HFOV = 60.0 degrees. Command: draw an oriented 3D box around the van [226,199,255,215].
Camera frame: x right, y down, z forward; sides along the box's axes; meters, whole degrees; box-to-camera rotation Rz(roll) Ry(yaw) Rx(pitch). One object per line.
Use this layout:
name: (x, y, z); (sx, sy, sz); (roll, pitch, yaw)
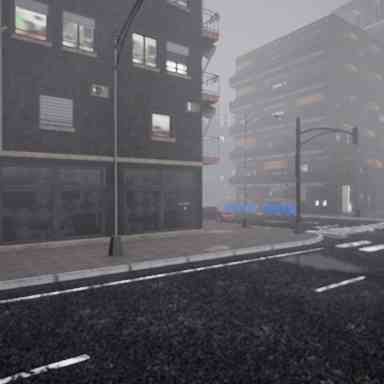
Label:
van: (5.434, 1.679, 38.186); (1.690, 1.788, 3.998); (-1, 0, -36)

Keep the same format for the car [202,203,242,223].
car: (1.993, 1.876, 28.759); (1.802, 1.307, 4.206); (-1, 0, -36)

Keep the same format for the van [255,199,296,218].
van: (8.741, 1.605, 33.664); (1.690, 1.788, 3.998); (-1, 0, -36)
